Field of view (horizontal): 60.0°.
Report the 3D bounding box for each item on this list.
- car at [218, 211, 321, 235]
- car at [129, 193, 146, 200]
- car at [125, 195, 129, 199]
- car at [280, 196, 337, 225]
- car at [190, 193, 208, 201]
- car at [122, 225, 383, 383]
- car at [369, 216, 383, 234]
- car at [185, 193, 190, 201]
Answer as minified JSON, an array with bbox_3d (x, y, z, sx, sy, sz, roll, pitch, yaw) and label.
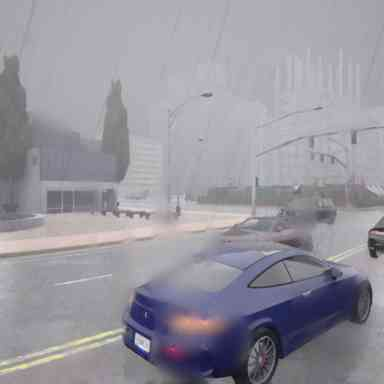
[{"bbox_3d":[2.465,1.563,11.430,1.994,1.385,4.181,0,0,44],"label":"car"},{"bbox_3d":[-14.188,1.154,90.002,1.905,1.878,3.866,0,0,44],"label":"car"},{"bbox_3d":[-16.241,1.151,92.043,1.932,1.855,4.605,0,0,44],"label":"car"},{"bbox_3d":[7.852,1.327,22.319,2.150,2.045,5.566,0,0,42],"label":"car"},{"bbox_3d":[2.097,1.393,74.448,1.970,1.475,3.806,0,0,44],"label":"car"},{"bbox_3d":[1.162,1.526,5.278,4.674,1.442,1.812,0,0,-42],"label":"car"},{"bbox_3d":[7.747,1.491,11.790,2.128,1.511,4.902,0,0,43],"label":"car"},{"bbox_3d":[0.013,1.154,76.458,1.905,1.878,3.866,0,0,44],"label":"car"}]
